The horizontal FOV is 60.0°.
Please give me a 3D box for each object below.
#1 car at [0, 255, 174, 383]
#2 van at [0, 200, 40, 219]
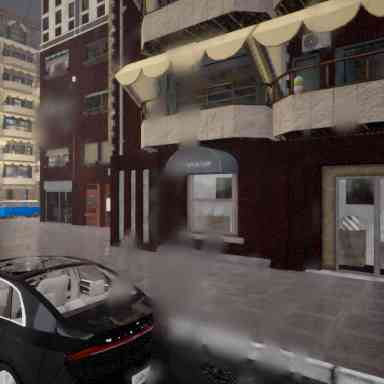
[{"bbox_3d":[-2.263,1.551,4.483,4.403,1.369,2.008,0,0,35],"label":"car"},{"bbox_3d":[-16.559,1.708,32.133,1.690,1.788,3.998,-1,-2,35],"label":"van"}]
